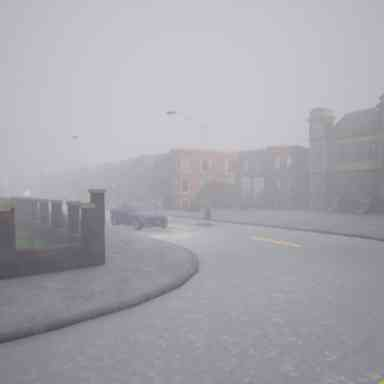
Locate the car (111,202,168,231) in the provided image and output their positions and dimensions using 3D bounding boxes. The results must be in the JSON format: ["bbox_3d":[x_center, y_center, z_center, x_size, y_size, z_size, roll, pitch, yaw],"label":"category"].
[{"bbox_3d":[-3.313,1.399,20.337,1.882,1.535,5.008,-1,0,-36],"label":"car"}]
